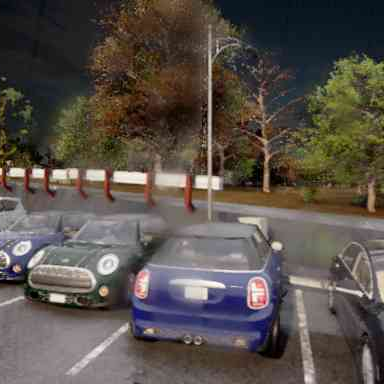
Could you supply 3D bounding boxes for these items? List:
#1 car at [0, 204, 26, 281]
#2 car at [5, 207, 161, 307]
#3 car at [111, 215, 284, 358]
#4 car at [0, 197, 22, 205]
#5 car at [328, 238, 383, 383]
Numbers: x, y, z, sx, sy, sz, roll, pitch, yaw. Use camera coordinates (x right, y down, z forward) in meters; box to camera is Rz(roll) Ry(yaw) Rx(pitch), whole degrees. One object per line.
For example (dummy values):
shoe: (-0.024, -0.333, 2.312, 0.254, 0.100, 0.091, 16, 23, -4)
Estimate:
car: (-4.283, 1.350, 9.934, 2.185, 1.767, 4.553, 1, -1, 16)
car: (-1.817, 1.353, 8.179, 2.185, 1.767, 4.553, 1, -1, 16)
car: (0.619, 1.356, 6.363, 2.185, 1.767, 4.553, 0, -1, 15)
car: (-9.208, 1.216, 13.395, 2.435, 2.045, 5.566, 1, -1, 16)
car: (3.091, 1.487, 4.638, 2.231, 1.521, 4.892, 1, -1, 16)
